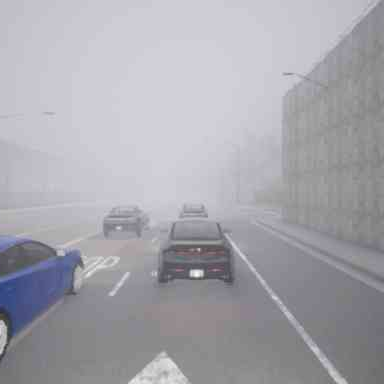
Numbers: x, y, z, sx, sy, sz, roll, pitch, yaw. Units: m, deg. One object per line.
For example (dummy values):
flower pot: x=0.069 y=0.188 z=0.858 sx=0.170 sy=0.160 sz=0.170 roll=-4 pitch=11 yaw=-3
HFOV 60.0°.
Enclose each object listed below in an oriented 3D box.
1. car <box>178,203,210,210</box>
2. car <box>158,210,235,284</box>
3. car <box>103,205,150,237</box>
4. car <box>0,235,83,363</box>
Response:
car: x=0.099 y=1.462 z=21.329 sx=2.128 sy=1.511 sz=4.902 roll=0 pitch=0 yaw=0
car: x=0.102 y=1.491 z=9.523 sx=1.837 sy=1.490 sz=4.892 roll=0 pitch=0 yaw=0
car: x=-3.398 y=1.466 z=17.868 sx=2.128 sy=1.511 sz=4.902 roll=0 pitch=0 yaw=0
car: x=-3.399 y=1.469 z=5.604 sx=1.882 sy=1.535 sz=5.008 roll=0 pitch=0 yaw=0
